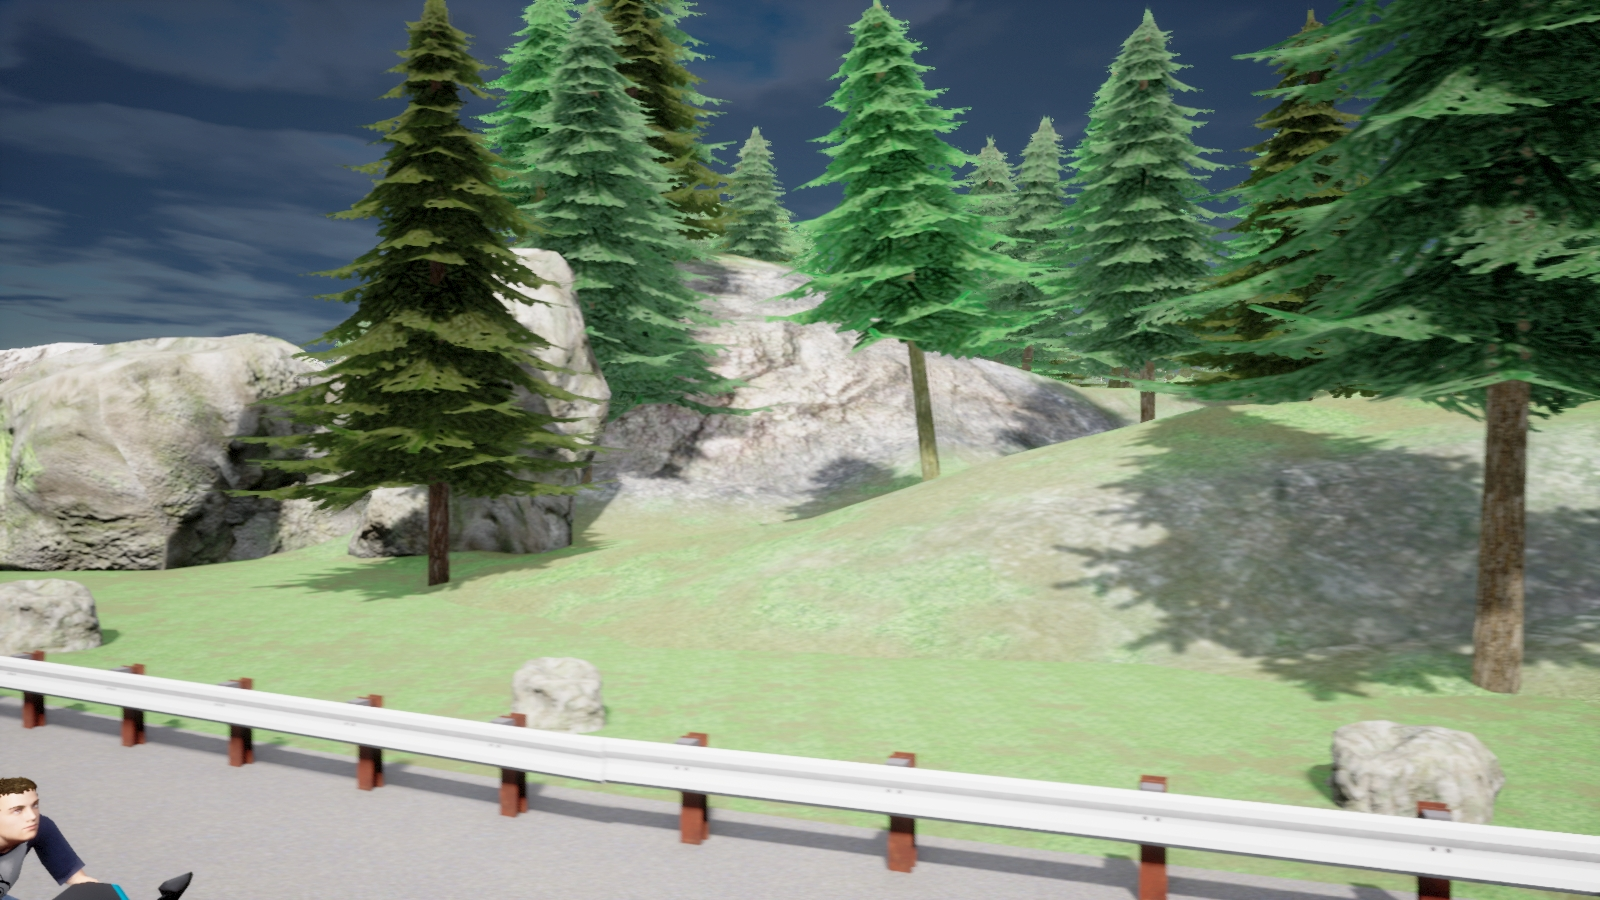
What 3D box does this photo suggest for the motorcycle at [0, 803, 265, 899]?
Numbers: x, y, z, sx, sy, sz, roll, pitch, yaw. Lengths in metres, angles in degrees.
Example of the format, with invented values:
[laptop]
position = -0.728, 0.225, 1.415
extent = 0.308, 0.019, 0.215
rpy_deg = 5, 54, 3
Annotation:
[motorcycle]
position = -3.188, 2.183, 4.496
extent = 2.033, 1.217, 0.803
rpy_deg = 0, -1, 23
